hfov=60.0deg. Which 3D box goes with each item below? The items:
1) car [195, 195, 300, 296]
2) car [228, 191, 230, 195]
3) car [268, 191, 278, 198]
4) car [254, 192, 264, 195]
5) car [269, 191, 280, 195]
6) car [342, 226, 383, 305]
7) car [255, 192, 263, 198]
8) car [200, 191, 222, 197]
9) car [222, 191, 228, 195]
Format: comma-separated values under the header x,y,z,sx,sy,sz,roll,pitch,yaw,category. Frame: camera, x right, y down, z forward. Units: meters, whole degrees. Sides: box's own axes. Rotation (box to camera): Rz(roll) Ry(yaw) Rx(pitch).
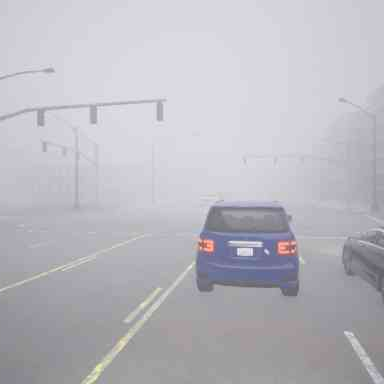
x,y,z,sx,sy,sz,roll,pitch,yaw,category
1.507,1.221,8.903,2.150,2.045,5.566,0,0,11,car
6.588,0.741,67.884,2.150,2.045,5.566,0,1,12,car
20.677,0.552,84.966,2.097,1.767,4.553,0,1,11,car
15.223,0.860,75.415,1.837,1.490,4.892,0,1,11,car
18.702,0.881,74.961,2.128,1.511,4.902,0,1,11,car
4.775,1.492,7.383,2.128,1.511,4.902,0,0,11,car
17.170,0.755,85.272,1.994,1.385,4.181,0,1,11,car
2.470,1.079,47.455,2.150,2.045,5.566,0,1,11,car
4.492,0.926,57.643,2.150,2.045,5.566,0,1,11,car
